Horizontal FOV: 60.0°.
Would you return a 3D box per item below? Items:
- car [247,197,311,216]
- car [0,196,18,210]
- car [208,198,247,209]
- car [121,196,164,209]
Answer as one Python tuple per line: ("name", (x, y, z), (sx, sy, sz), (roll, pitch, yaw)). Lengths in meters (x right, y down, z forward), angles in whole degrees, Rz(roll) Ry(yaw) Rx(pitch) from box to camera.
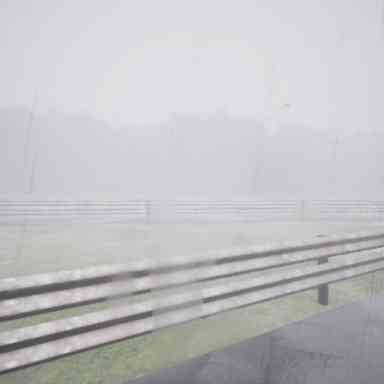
("car", (7.556, 1.180, 27.770), (4.902, 1.511, 2.128), (0, 0, -13))
("car", (-16.572, 0.711, 25.623), (5.566, 2.045, 2.150), (0, 0, -13))
("car", (3.841, 1.240, 30.480), (4.718, 1.301, 1.895), (0, 0, -13))
("car", (-4.770, 1.110, 32.026), (4.181, 1.385, 1.994), (1, 1, -13))
